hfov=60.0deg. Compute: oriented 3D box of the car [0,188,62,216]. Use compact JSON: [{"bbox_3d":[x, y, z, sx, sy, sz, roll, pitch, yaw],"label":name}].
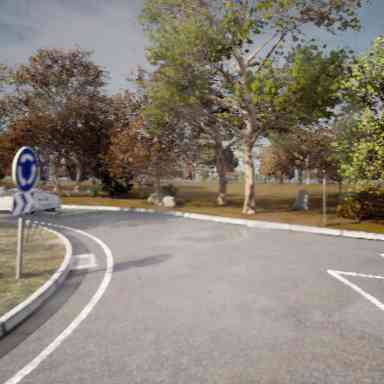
[{"bbox_3d":[-9.576,0.474,18.775,4.674,1.442,1.812,1,3,20],"label":"car"}]
